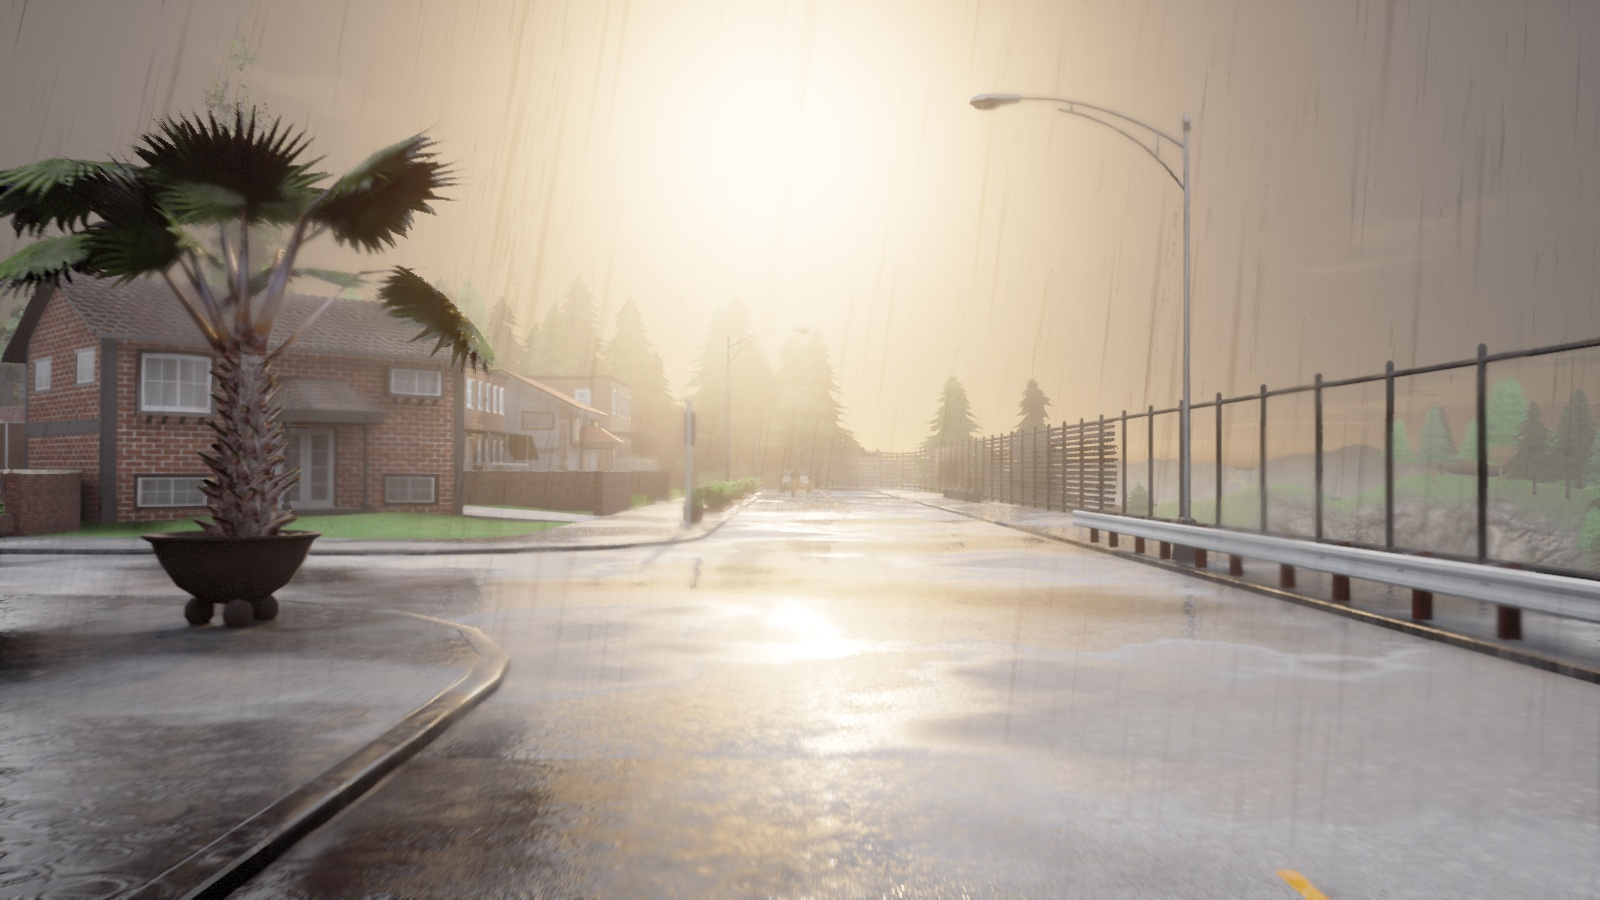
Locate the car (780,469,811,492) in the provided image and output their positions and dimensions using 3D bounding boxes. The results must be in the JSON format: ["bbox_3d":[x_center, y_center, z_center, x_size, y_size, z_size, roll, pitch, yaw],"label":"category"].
[{"bbox_3d":[-0.317,2.228,93.637,2.242,1.667,4.611,0,-1,0],"label":"car"}]
